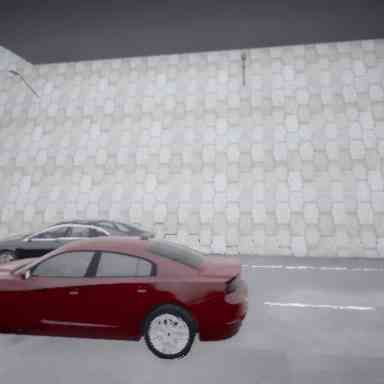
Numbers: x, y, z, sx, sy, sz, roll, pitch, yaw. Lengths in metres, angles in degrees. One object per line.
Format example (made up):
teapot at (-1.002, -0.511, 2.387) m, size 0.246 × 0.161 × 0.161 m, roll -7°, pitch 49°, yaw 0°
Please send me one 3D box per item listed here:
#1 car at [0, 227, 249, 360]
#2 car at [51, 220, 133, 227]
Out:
car at (-1.583, 1.512, 5.612) m, size 5.008 × 1.535 × 1.882 m, roll -1°, pitch 0°, yaw 9°
car at (-3.322, 1.550, 9.431) m, size 4.902 × 1.511 × 2.128 m, roll 0°, pitch 0°, yaw 9°
